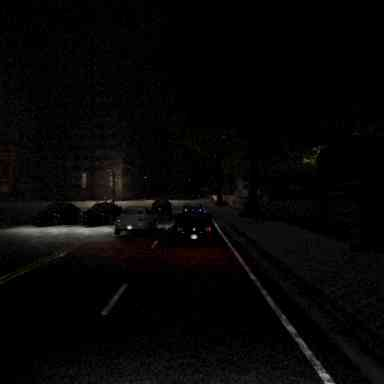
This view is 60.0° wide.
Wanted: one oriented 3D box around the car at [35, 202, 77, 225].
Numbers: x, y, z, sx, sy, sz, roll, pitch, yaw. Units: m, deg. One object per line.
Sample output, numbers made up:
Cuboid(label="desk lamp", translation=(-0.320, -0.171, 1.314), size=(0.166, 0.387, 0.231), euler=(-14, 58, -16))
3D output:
Cuboid(label="car", translation=(-9.849, 1.529, 24.817), size=(1.882, 1.535, 5.008), euler=(0, 0, 0))

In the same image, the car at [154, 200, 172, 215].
Cuboid(label="car", translation=(-3.151, 1.558, 35.178), size=(1.882, 1.535, 5.008), euler=(0, 0, 0))

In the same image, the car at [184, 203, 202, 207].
Cuboid(label="car", translation=(0.099, 1.673, 32.059), size=(1.895, 1.301, 4.718), euler=(0, 0, 0))

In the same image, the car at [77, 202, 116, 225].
Cuboid(label="car", translation=(-6.600, 1.529, 24.817), size=(1.882, 1.535, 5.008), euler=(0, 0, 0))

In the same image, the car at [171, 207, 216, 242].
Cuboid(label="car", translation=(0.099, 1.631, 16.473), size=(1.895, 1.301, 4.718), euler=(0, 0, 0))

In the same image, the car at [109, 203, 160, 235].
Cuboid(label="car", translation=(-3.151, 1.562, 19.088), size=(1.812, 1.442, 4.674), euler=(0, 0, 0))
